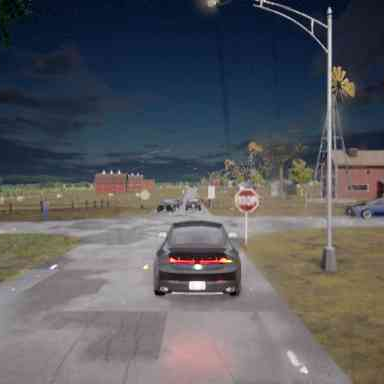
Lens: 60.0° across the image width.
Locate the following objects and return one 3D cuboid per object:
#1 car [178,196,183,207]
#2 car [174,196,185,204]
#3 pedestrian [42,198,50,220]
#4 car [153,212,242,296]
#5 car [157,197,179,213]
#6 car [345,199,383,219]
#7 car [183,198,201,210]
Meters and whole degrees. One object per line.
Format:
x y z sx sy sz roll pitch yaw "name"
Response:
-2.760 1.573 47.204 1.994 1.385 4.181 0 0 1 "car"
-2.643 1.717 71.733 2.128 1.511 4.902 0 -1 0 "car"
-12.113 1.398 27.619 0.375 1.860 0.375 0 2 0 "pedestrian"
0.141 1.485 8.593 1.837 1.490 4.892 0 0 1 "car"
-2.820 1.577 37.246 1.895 1.301 4.718 0 0 1 "car"
13.538 1.207 24.428 4.181 1.385 1.994 -1 1 -2 "car"
0.163 1.515 42.421 1.812 1.442 4.674 0 0 0 "car"
